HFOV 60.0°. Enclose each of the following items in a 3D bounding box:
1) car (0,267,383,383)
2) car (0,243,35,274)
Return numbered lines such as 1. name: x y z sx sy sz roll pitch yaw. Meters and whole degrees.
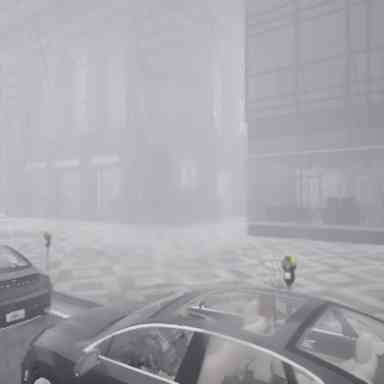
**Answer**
1. car: 0.217 1.564 2.920 4.403 1.369 2.008 -1 0 36
2. car: -4.382 1.616 6.201 4.403 1.369 2.008 -1 0 36
